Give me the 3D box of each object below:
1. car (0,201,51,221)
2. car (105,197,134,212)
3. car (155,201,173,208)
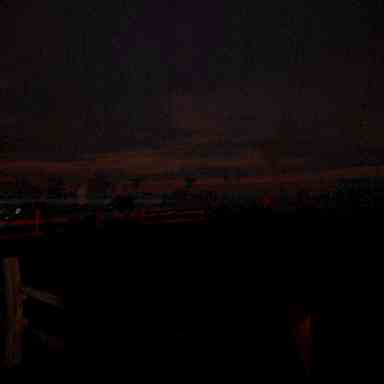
[{"bbox_3d":[-14.991,1.646,30.152,2.097,1.767,4.553,-1,-1,15],"label":"car"},{"bbox_3d":[-10.234,1.779,47.493,2.150,2.045,5.566,-1,-1,17],"label":"car"},{"bbox_3d":[-5.359,2.412,62.976,1.895,1.301,4.718,-1,-1,18],"label":"car"}]
